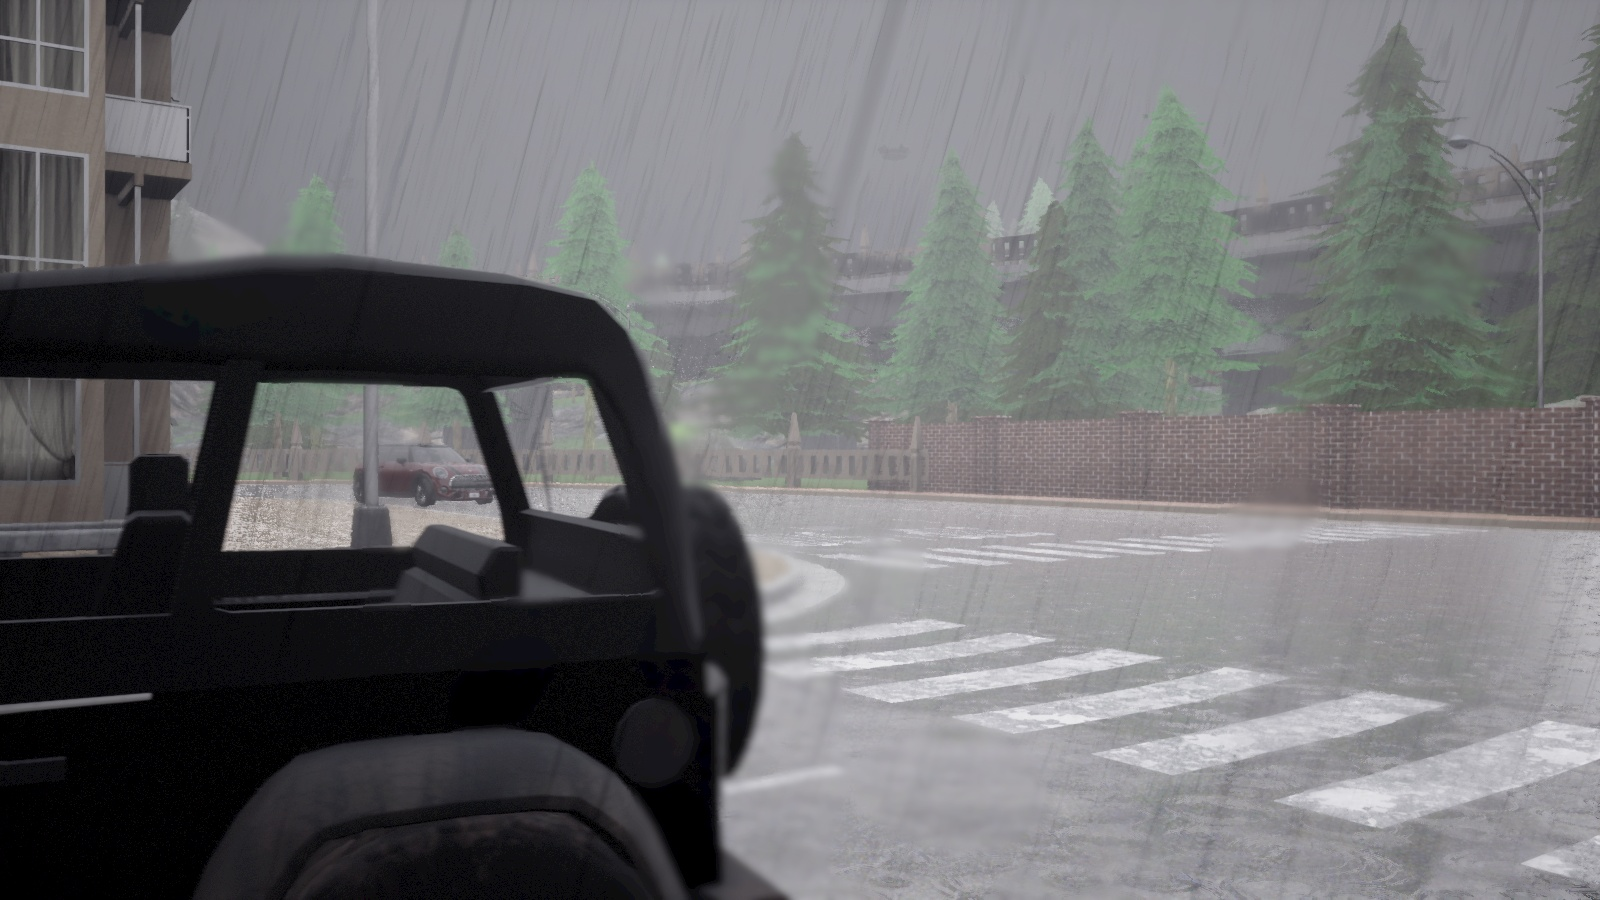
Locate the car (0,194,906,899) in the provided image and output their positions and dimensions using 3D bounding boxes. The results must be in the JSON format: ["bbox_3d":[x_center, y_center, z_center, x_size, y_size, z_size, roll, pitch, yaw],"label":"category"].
[{"bbox_3d":[-1.938,0.551,2.595,3.866,1.878,1.905,0,0,-26],"label":"car"}]
